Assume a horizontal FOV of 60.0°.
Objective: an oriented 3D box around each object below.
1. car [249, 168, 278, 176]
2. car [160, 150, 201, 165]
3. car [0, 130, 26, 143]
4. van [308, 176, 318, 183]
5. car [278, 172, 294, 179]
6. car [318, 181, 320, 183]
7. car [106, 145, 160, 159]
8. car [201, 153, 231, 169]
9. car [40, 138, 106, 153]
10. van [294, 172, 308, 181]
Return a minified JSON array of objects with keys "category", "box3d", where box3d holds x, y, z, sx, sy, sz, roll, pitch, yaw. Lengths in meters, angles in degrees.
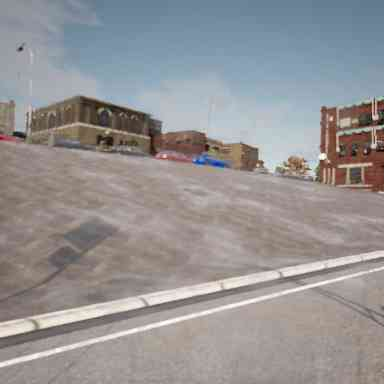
[{"category":"car","box3d":[9.619,-2.507,46.395,2.002,1.452,4.674,1,-2,42]},{"category":"car","box3d":[-1.747,-3.336,34.251,4.553,1.767,2.185,3,-1,-45]},{"category":"car","box3d":[-13.817,-3.681,22.895,4.792,1.488,2.163,2,-1,-41]},{"category":"van","box3d":[20.326,-1.912,59.266,1.878,1.987,4.442,1,-3,39]},{"category":"car","box3d":[13.237,-2.243,50.586,2.002,1.452,4.674,1,-2,41]},{"category":"car","box3d":[23.630,-1.342,63.584,2.163,1.488,4.792,1,-3,38]},{"category":"car","box3d":[-5.767,-3.392,30.299,4.892,1.521,2.231,2,-1,-43]},{"category":"car","box3d":[2.182,-3.260,38.257,2.435,2.045,5.566,1,-2,44]},{"category":"car","box3d":[-9.717,-3.511,26.587,4.674,1.452,2.002,2,-1,-42]},{"category":"van","box3d":[16.884,-2.217,54.937,1.878,1.987,4.442,1,-2,40]}]
